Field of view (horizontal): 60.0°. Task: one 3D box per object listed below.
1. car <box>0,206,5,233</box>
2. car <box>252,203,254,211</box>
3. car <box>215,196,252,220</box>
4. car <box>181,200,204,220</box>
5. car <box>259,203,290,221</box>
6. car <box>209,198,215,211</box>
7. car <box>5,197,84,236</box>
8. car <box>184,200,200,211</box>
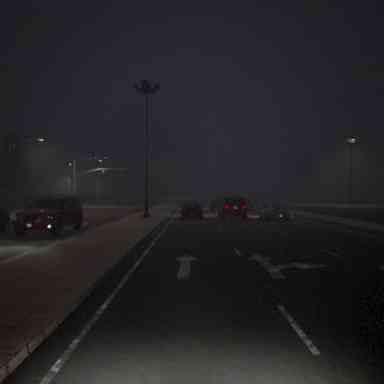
[{"bbox_3d":[-11.546,1.430,17.391,2.097,1.767,4.553,0,0,0],"label":"car"},{"bbox_3d":[6.984,1.690,44.468,2.128,1.511,4.902,0,0,0],"label":"car"},{"bbox_3d":[3.522,1.354,29.417,2.150,2.045,5.566,0,0,0],"label":"car"},{"bbox_3d":[0.024,1.609,29.531,1.882,1.535,5.008,0,0,1],"label":"car"},{"bbox_3d":[7.009,1.653,28.564,1.812,1.442,4.674,0,0,0],"label":"car"},{"bbox_3d":[3.474,1.553,45.152,2.097,1.767,4.553,0,0,-1],"label":"car"},{"bbox_3d":[-8.038,1.308,19.220,2.150,2.045,5.566,0,0,1],"label":"car"},{"bbox_3d":[-0.018,1.762,44.810,1.994,1.385,4.181,0,0,-1],"label":"car"}]
